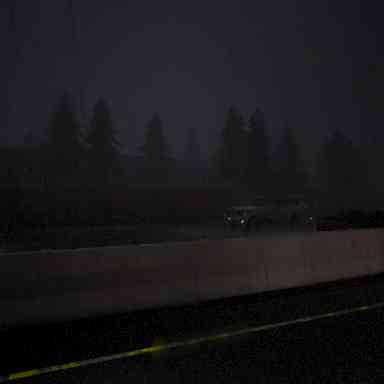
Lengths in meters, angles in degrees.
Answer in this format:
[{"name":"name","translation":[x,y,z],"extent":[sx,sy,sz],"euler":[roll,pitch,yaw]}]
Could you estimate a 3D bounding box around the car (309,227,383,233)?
[{"name":"car","translation":[7.095,1.504,14.277],"extent":[4.892,1.490,1.837],"euler":[0,1,-27]}]
